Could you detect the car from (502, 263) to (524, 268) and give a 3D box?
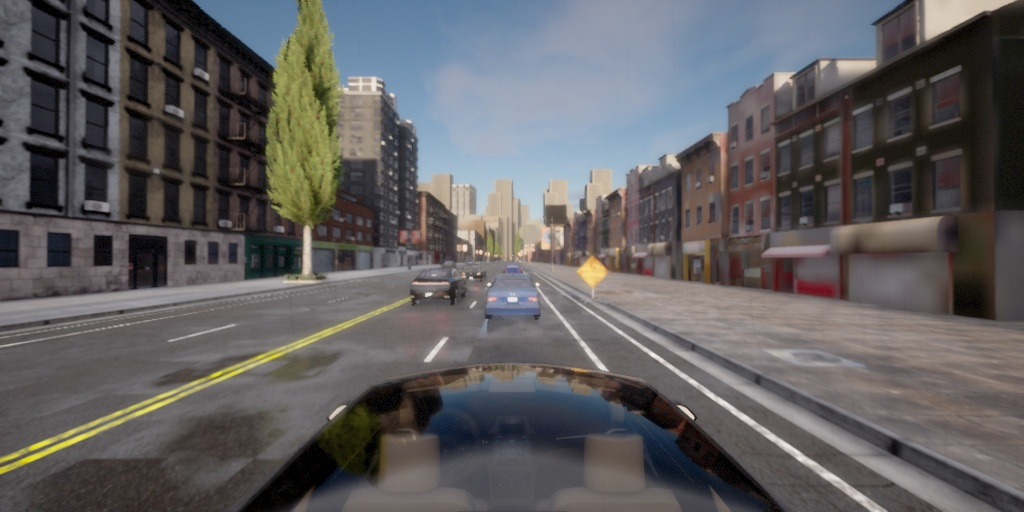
[{"bbox_3d":[0.066,1.390,32.801,1.812,1.442,4.674,0,0,0],"label":"car"}]

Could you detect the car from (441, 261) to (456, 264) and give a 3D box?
[{"bbox_3d":[-9.835,1.470,55.612,1.882,1.535,5.008,0,-1,0],"label":"car"}]

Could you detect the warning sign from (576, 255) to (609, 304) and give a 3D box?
[{"bbox_3d":[3.221,0.907,14.300,1.300,1.860,1.060,0,0,0],"label":"warning sign"}]

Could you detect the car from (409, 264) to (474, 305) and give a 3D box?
[{"bbox_3d":[-3.188,1.290,16.225,2.128,1.511,4.902,0,0,0],"label":"car"}]

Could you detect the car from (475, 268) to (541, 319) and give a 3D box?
[{"bbox_3d":[0.041,1.335,13.038,2.033,1.411,5.357,0,0,1],"label":"car"}]

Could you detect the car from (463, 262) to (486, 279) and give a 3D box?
[{"bbox_3d":[-3.196,1.455,30.338,1.895,1.301,4.718,0,0,0],"label":"car"}]
